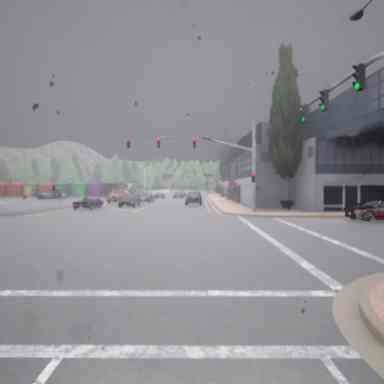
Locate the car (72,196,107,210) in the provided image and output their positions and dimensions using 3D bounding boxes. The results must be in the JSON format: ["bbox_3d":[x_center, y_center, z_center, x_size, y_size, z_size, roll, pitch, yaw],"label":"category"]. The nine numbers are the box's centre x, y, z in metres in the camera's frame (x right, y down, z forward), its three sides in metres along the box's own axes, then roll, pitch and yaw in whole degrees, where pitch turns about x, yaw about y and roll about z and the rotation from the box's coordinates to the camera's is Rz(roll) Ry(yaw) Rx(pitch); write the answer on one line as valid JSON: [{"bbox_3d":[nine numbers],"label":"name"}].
[{"bbox_3d":[-10.645,1.119,34.241,1.895,1.301,4.718,0,1,1],"label":"car"}]

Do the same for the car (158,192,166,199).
[{"bbox_3d":[-6.252,0.663,64.213,1.994,1.385,4.181,0,1,2],"label":"car"}]

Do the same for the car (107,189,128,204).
[{"bbox_3d":[-10.319,0.557,46.955,2.150,2.045,5.566,0,1,2],"label":"car"}]

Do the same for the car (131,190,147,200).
[{"bbox_3d":[-9.856,0.483,61.962,2.097,1.767,4.553,0,1,2],"label":"car"}]

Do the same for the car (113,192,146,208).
[{"bbox_3d":[-7.066,1.011,38.134,2.033,1.411,5.357,0,1,1],"label":"car"}]

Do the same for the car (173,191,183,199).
[{"bbox_3d":[-2.695,0.641,65.825,1.994,1.385,4.181,0,1,2],"label":"car"}]

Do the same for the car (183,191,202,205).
[{"bbox_3d":[0.280,0.736,43.866,2.097,1.767,4.553,0,1,2],"label":"car"}]

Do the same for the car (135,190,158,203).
[{"bbox_3d":[-6.758,0.806,48.856,2.128,1.511,4.902,0,1,2],"label":"car"}]

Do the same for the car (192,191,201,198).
[{"bbox_3d":[1.080,0.472,75.183,2.128,1.511,4.902,0,1,2],"label":"car"}]

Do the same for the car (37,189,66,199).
[{"bbox_3d":[-24.762,0.340,57.970,3.866,1.878,1.905,0,1,0],"label":"car"}]

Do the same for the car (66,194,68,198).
[{"bbox_3d":[-24.741,0.539,60.869,3.806,1.475,1.970,0,1,0],"label":"car"}]

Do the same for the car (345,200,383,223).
[{"bbox_3d":[12.521,1.252,22.173,4.181,1.385,1.994,0,1,0],"label":"car"}]

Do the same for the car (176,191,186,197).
[{"bbox_3d":[-2.409,0.409,75.614,1.994,1.385,4.181,0,1,2],"label":"car"}]
